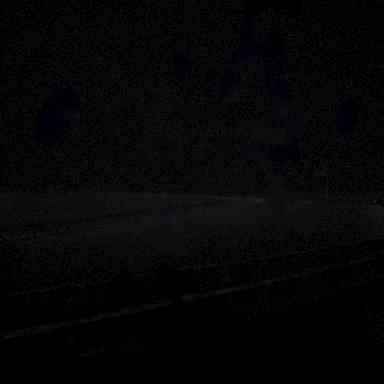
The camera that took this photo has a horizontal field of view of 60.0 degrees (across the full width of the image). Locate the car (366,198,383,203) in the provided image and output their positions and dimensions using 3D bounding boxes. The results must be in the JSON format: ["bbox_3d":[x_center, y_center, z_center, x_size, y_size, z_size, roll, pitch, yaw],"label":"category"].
[{"bbox_3d":[45.491,2.095,83.600,1.895,1.301,4.718,1,0,-1],"label":"car"}]
